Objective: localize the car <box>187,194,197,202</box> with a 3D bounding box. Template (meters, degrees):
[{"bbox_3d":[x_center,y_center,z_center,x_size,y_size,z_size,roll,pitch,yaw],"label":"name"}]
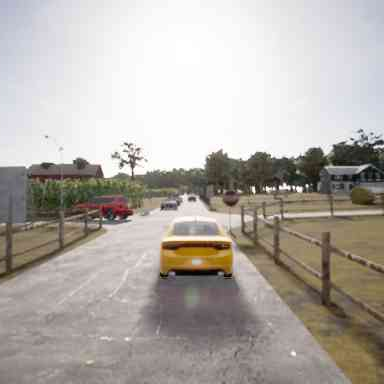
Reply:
[{"bbox_3d":[0.029,1.364,73.629,1.837,1.490,4.892,0,0,0],"label":"car"}]

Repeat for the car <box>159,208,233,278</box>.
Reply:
[{"bbox_3d":[0.091,1.472,10.197,1.882,1.535,5.008,0,0,0],"label":"car"}]

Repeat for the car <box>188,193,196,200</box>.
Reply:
[{"bbox_3d":[0.036,1.162,84.059,1.882,1.535,5.008,0,0,0],"label":"car"}]

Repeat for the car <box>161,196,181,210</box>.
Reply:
[{"bbox_3d":[-2.831,1.501,42.609,1.994,1.385,4.181,0,0,1],"label":"car"}]

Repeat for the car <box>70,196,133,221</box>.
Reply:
[{"bbox_3d":[-7.797,1.414,28.636,5.566,2.045,2.150,-2,-3,20],"label":"car"}]

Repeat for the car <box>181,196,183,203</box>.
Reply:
[{"bbox_3d":[-2.807,1.516,52.814,1.895,1.301,4.718,0,0,0],"label":"car"}]

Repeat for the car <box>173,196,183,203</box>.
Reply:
[{"bbox_3d":[-2.726,1.489,65.518,1.895,1.301,4.718,0,0,0],"label":"car"}]
